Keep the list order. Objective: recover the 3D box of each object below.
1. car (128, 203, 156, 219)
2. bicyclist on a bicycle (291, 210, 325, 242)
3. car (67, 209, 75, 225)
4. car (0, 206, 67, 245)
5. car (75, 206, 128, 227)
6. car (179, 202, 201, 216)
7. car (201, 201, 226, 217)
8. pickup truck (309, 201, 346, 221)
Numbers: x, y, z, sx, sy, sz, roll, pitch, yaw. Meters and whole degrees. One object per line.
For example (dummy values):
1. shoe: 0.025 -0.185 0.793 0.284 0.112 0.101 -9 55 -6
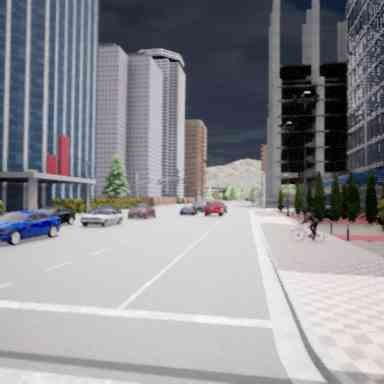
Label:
1. car: -5.532 2.036 36.927 2.097 1.767 4.553 1 -1 9
2. bicyclist on a bicycle: 5.841 1.722 16.705 1.656 1.620 0.582 0 -1 9
3. car: -10.915 1.866 25.731 1.882 1.535 5.008 1 -1 9
4. car: -8.768 1.719 17.101 1.882 1.535 5.008 1 -1 9
5. car: -7.178 2.061 26.904 1.895 1.301 4.718 1 -1 9
6. car: -0.440 2.484 45.354 1.994 1.385 4.181 1 -1 9
7. car: 2.931 2.163 44.264 2.150 2.045 5.566 1 -1 9
8. pickup truck: 14.756 1.981 35.828 2.390 2.098 6.274 0 -2 40
